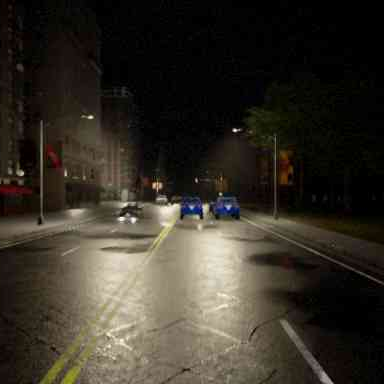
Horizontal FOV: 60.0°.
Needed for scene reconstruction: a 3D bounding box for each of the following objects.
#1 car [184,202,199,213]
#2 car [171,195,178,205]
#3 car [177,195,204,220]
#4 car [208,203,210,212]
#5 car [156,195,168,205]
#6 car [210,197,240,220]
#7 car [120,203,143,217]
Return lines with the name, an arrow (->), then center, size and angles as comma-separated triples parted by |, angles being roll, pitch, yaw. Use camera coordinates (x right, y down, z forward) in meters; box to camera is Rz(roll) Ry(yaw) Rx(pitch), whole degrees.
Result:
car -> -0.006, 2.027, 45.405 | 1.895, 1.301, 4.718 | 0, 0, 0
car -> -3.307, 1.755, 72.969 | 2.150, 2.045, 5.566 | 0, 0, 0
car -> -0.024, 1.526, 32.048 | 2.150, 2.045, 5.566 | 0, 0, 0
car -> 3.244, 1.932, 45.394 | 1.837, 1.490, 4.892 | 0, 0, 0
car -> -6.557, 1.755, 72.966 | 2.150, 2.045, 5.566 | 0, 0, 0
car -> 3.226, 1.525, 31.992 | 2.150, 2.045, 5.566 | 0, -1, 0
car -> -6.529, 1.906, 36.519 | 2.033, 1.411, 5.357 | 0, -1, 0
